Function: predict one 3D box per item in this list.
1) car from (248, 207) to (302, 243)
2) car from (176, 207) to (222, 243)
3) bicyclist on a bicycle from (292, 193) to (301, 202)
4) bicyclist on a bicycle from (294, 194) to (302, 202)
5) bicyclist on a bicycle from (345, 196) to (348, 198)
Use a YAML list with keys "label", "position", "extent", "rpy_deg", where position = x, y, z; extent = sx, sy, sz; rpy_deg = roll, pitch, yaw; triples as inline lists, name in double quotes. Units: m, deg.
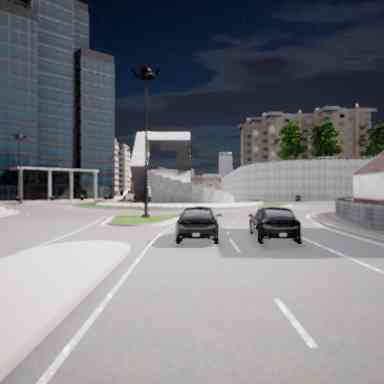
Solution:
- label: "car"
  position: [3.844, 1.460, 15.788]
  extent: [1.837, 1.490, 4.892]
  rpy_deg: [0, 0, 4]
- label: "car"
  position: [0.351, 1.460, 15.784]
  extent: [1.837, 1.490, 4.892]
  rpy_deg: [0, 0, 4]
- label: "bicyclist on a bicycle"
  position: [21.608, 1.190, 68.553]
  extent: [1.656, 1.620, 0.582]
  rpy_deg: [-11, 5, -30]
- label: "bicyclist on a bicycle"
  position: [21.943, 1.229, 68.028]
  extent: [1.656, 1.620, 0.582]
  rpy_deg: [-6, 12, -28]
- label: "bicyclist on a bicycle"
  position: [19.850, 1.330, 42.704]
  extent: [0.582, 1.620, 1.656]
  rpy_deg: [0, 0, 41]
